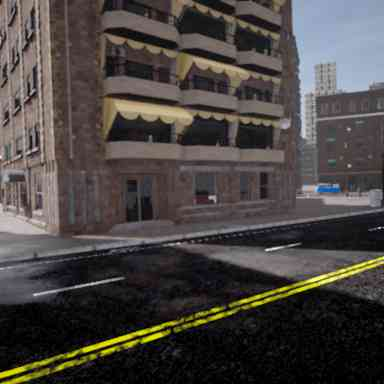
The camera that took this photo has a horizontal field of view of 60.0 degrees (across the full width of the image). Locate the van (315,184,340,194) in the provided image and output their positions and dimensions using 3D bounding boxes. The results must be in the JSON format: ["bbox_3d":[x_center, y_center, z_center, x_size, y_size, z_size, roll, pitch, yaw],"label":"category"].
[{"bbox_3d":[23.203,-0.518,56.738,3.998,1.788,1.690,0,1,21],"label":"van"}]

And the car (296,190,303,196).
[{"bbox_3d":[14.813,-0.019,51.027,4.206,1.307,1.802,0,1,21],"label":"car"}]
